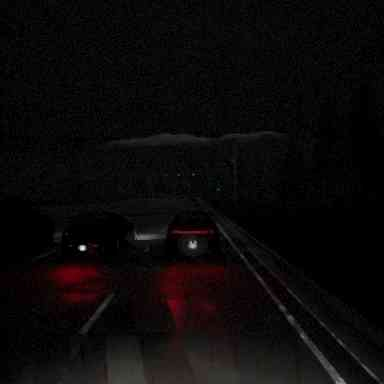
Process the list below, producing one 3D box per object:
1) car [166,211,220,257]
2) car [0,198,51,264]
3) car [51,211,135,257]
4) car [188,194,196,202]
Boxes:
[{"bbox_3d":[0.046,1.494,12.957,2.128,1.511,4.902,0,0,1],"label":"car"},{"bbox_3d":[-6.967,1.225,11.841,2.150,2.045,5.566,0,0,0],"label":"car"},{"bbox_3d":[-3.453,1.508,12.976,1.837,1.490,4.892,0,0,1],"label":"car"},{"bbox_3d":[0.023,1.613,76.552,1.895,1.301,4.718,0,0,0],"label":"car"}]
